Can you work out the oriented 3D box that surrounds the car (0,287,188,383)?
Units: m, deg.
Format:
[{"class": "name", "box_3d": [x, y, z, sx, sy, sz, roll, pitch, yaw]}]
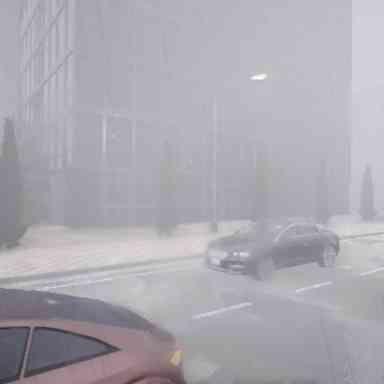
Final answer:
[{"class": "car", "box_3d": [-2.054, 1.564, 2.495, 4.181, 1.385, 1.994, 1, -1, -36]}]

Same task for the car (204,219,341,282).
[{"class": "car", "box_3d": [2.602, 1.600, 10.202, 4.902, 1.511, 2.128, 1, -1, -36]}]
